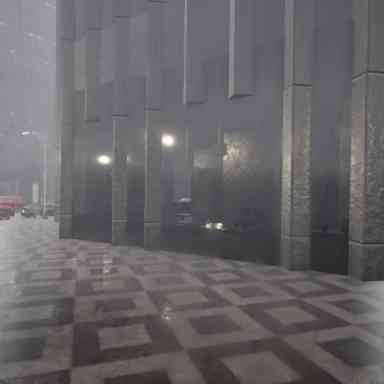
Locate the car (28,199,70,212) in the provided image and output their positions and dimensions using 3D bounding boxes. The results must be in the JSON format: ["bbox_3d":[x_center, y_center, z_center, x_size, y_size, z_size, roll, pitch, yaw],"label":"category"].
[{"bbox_3d":[-17.502,1.634,40.923,1.947,1.339,4.313,1,0,35],"label":"car"}]

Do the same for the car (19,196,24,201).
[{"bbox_3d":[-20.776,1.354,36.328,2.192,1.841,5.009,1,0,35],"label":"car"}]

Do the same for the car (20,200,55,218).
[{"bbox_3d":[-13.845,1.742,31.371,1.947,1.339,4.313,1,0,36],"label":"car"}]

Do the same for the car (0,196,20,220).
[{"bbox_3d":[-17.119,1.463,26.776,2.192,1.841,5.009,1,0,35],"label":"car"}]
